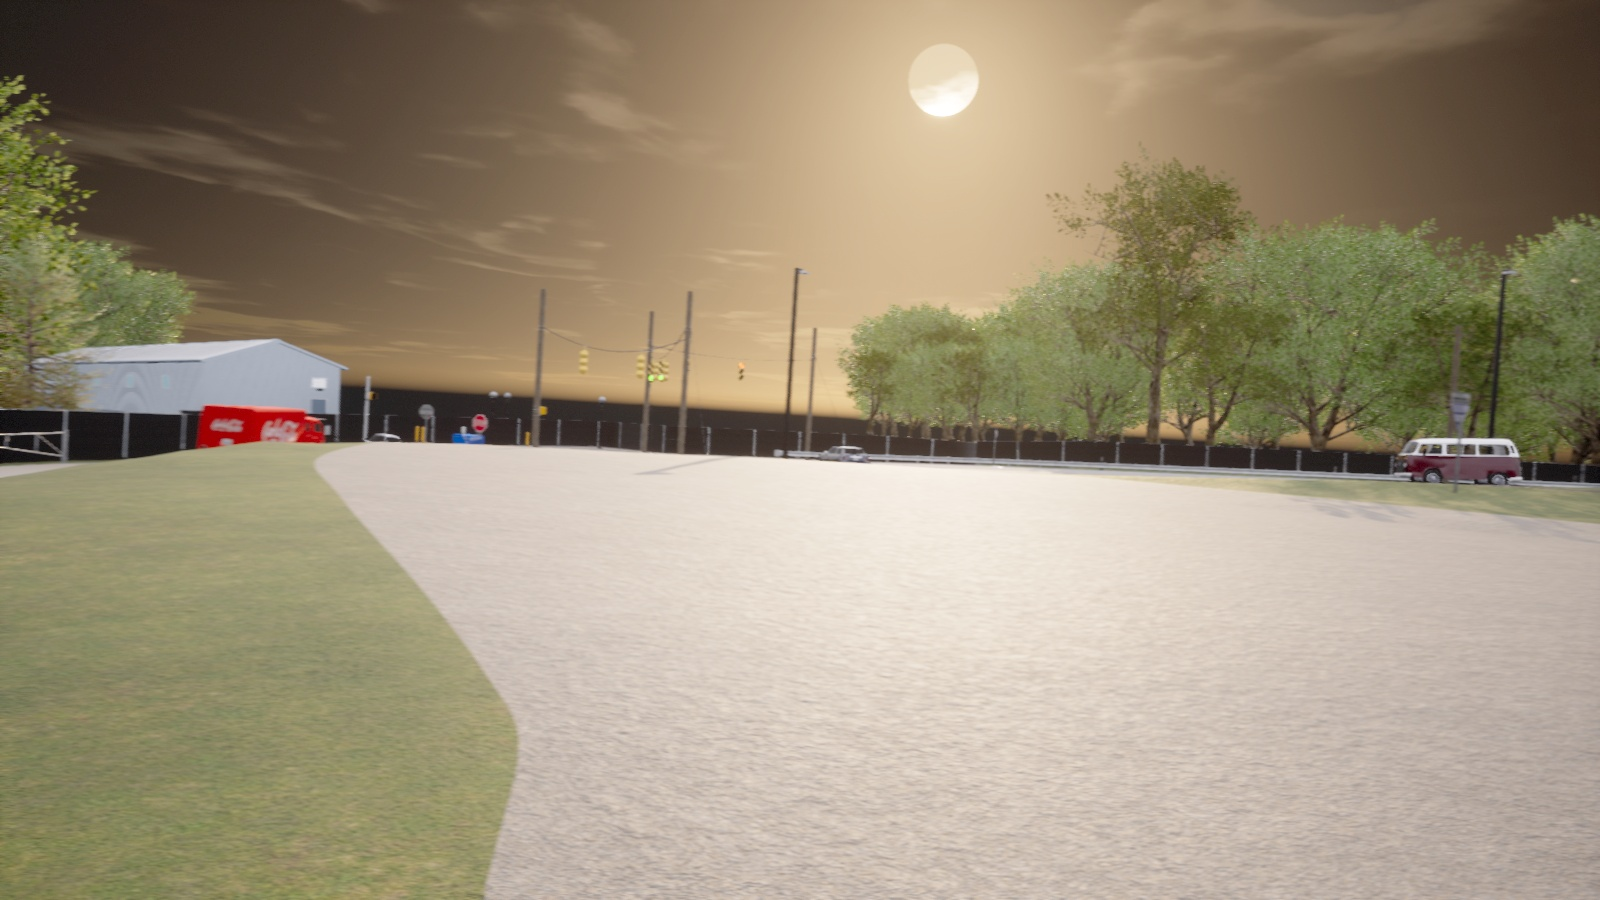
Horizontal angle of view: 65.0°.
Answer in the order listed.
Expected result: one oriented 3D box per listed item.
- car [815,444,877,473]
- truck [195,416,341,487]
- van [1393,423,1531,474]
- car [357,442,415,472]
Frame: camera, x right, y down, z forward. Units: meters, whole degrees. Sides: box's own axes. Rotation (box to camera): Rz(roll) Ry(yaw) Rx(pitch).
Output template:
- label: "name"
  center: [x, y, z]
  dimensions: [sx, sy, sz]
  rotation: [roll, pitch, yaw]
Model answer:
- label: "car"
  center: [2.438, 0.437, 67.414]
  dimensions: [1.970, 1.475, 3.806]
  rotation: [2, 0, -21]
- label: "truck"
  center: [-20.100, 0.021, 47.790]
  dimensions: [2.627, 2.467, 5.204]
  rotation: [3, 1, 10]
- label: "van"
  center: [26.725, -0.044, 50.836]
  dimensions: [4.480, 2.038, 2.069]
  rotation: [0, -1, 9]
- label: "car"
  center: [-19.836, 0.331, 60.226]
  dimensions: [1.481, 1.376, 2.207]
  rotation: [3, 1, 28]
